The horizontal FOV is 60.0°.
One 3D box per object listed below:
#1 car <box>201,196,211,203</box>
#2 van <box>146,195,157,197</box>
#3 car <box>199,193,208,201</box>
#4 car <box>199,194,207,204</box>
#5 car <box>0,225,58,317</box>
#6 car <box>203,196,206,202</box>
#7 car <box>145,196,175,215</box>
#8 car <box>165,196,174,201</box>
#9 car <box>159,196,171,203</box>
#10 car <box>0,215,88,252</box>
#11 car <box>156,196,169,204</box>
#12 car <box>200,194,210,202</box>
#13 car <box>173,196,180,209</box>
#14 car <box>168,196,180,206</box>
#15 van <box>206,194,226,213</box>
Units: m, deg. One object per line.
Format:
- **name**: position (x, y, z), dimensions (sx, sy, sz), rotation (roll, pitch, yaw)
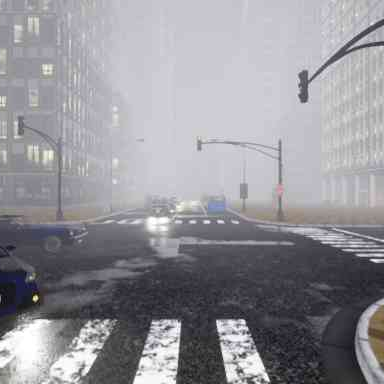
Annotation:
- **car**: position (2.826, 1.540, 69.155), dimensions (1.887, 1.381, 4.507), rotation (0, 0, 0)
- **van**: position (-5.679, 1.339, 47.045), dimensions (1.690, 1.788, 3.998), rotation (0, 0, 0)
- **car**: position (2.922, 1.307, 85.773), dimensions (2.192, 1.841, 5.009), rotation (0, 0, 0)
- **car**: position (2.796, 1.311, 63.616), dimensions (2.192, 1.841, 5.009), rotation (0, 0, 0)
- **car**: position (-4.728, 1.545, 6.708), dimensions (4.181, 1.385, 1.994), rotation (1, 0, 41)
- **car**: position (2.693, 1.543, 41.462), dimensions (1.887, 1.381, 4.507), rotation (0, 0, 0)
- **car**: position (-3.176, 1.490, 33.311), dimensions (2.128, 1.511, 4.902), rotation (0, 0, -1)
- **car**: position (-5.491, 1.575, 80.281), dimensions (1.802, 1.307, 4.206), rotation (0, 0, 0)
- **car**: position (-5.554, 1.546, 69.201), dimensions (2.008, 1.369, 4.403), rotation (0, 0, 0)
- **car**: position (-6.610, 1.573, 12.985), dimensions (4.718, 1.301, 1.895), rotation (1, 0, -1)
- **car**: position (-5.585, 1.562, 63.663), dimensions (1.947, 1.339, 4.313), rotation (0, 0, 0)
- **car**: position (2.859, 1.309, 74.695), dimensions (2.192, 1.841, 5.009), rotation (0, 0, 0)
- **car**: position (-3.110, 1.546, 43.836), dimensions (2.033, 1.411, 5.357), rotation (0, 0, 0)
- **car**: position (-3.018, 1.475, 56.554), dimensions (1.882, 1.535, 5.008), rotation (0, 0, 0)
- **van**: position (2.752, 1.339, 35.923), dimensions (1.690, 1.788, 3.998), rotation (0, 0, 0)
